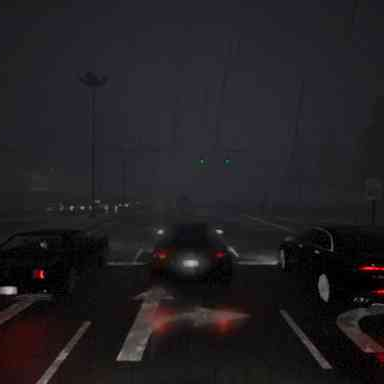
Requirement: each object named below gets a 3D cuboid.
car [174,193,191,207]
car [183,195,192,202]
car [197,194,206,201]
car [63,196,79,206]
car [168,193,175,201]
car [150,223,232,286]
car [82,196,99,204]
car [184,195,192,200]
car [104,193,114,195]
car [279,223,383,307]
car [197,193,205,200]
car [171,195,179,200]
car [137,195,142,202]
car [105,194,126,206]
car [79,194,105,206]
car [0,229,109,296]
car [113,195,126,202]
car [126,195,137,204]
[{"bbox_3d":[-1.171,1.353,50.586,2.097,1.767,4.553,0,0,0],"label":"car"},{"bbox_3d":[-1.102,1.522,81.957,2.128,1.511,4.902,0,0,0],"label":"car"},{"bbox_3d":[2.398,1.351,81.903,2.097,1.767,4.553,0,0,0],"label":"car"},{"bbox_3d":[-19.725,1.483,55.049,1.882,1.535,5.008,0,0,1],"label":"car"},{"bbox_3d":[-4.603,1.223,81.603,2.150,2.045,5.566,0,0,0],"label":"car"},{"bbox_3d":[-0.047,1.563,9.404,1.994,1.385,4.181,0,0,-1],"label":"car"},{"bbox_3d":[-19.641,1.483,64.520,1.882,1.535,5.008,0,0,0],"label":"car"},{"bbox_3d":[-1.088,1.522,92.052,1.895,1.301,4.718,0,0,0],"label":"car"},{"bbox_3d":[-16.142,1.226,63.888,2.150,2.045,5.566,0,0,0],"label":"car"},{"bbox_3d":[3.474,1.501,7.912,1.837,1.490,4.892,0,-1,-1],"label":"car"},{"bbox_3d":[2.412,1.280,91.979,2.097,1.767,4.553,0,0,0],"label":"car"},{"bbox_3d":[-4.588,1.479,91.998,1.994,1.385,4.181,0,0,0],"label":"car"},{"bbox_3d":[-12.618,1.359,74.699,2.097,1.767,4.553,0,0,0],"label":"car"},{"bbox_3d":[-12.732,1.509,55.188,1.837,1.490,4.892,0,0,0],"label":"car"},{"bbox_3d":[-16.234,1.510,54.174,1.837,1.490,4.892,0,0,1],"label":"car"},{"bbox_3d":[-3.536,1.602,8.614,1.895,1.301,4.718,0,0,-1],"label":"car"},{"bbox_3d":[-16.119,1.483,74.234,1.882,1.535,5.008,0,0,0],"label":"car"},{"bbox_3d":[-12.640,1.496,64.562,2.128,1.511,4.902,0,0,0],"label":"car"}]
